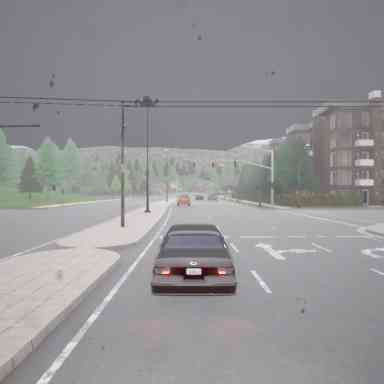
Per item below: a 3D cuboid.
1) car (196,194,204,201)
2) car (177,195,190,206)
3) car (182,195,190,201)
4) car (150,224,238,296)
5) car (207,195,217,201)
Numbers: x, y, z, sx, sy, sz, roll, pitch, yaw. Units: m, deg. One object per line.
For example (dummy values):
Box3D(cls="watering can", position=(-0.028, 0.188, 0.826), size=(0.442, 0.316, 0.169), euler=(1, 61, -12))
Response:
Box3D(cls="car", position=(1.977, 1.477, 85.396), size=(1.882, 1.535, 5.008), euler=(0, 0, 0))
Box3D(cls="car", position=(-1.359, 1.352, 54.532), size=(2.097, 1.767, 4.553), euler=(0, 0, -1))
Box3D(cls="car", position=(-1.523, 1.523, 85.357), size=(1.812, 1.442, 4.674), euler=(0, 0, 0))
Box3D(cls="car", position=(0.042, 1.547, 8.787), size=(2.033, 1.411, 5.357), euler=(0, 0, 0))
Box3D(cls="car", position=(5.477, 1.539, 85.403), size=(2.033, 1.411, 5.357), euler=(0, 0, 0))
